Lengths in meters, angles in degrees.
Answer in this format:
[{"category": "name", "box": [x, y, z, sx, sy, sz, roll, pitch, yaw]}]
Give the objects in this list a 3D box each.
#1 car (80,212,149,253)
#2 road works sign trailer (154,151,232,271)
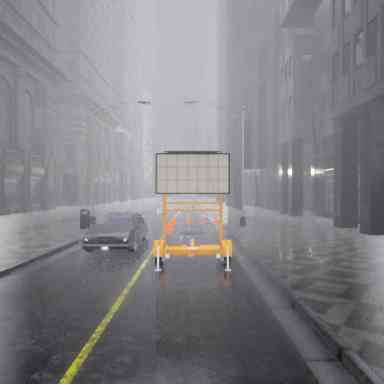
[{"category": "car", "box": [-2.990, 1.552, 14.075, 2.033, 1.411, 5.357, 0, 0, 0]}, {"category": "road works sign trailer", "box": [0.024, 0.467, 10.876, 2.380, 3.560, 2.880, 0, 0, 0]}]
